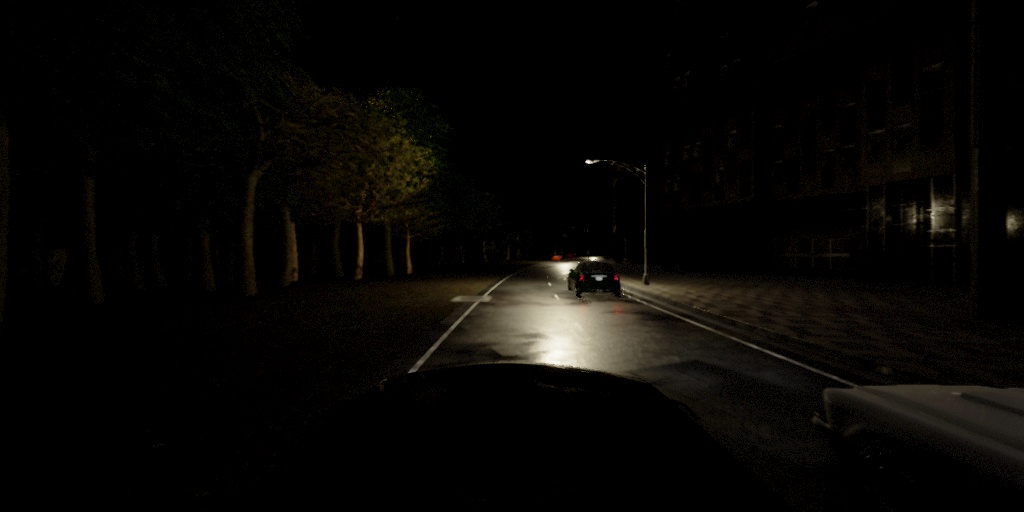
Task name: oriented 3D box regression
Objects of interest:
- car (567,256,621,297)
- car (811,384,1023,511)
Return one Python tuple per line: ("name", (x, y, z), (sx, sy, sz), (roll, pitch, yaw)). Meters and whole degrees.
("car", (4.109, 1.049, 18.556), (2.097, 1.767, 4.553), (0, 0, 3))
("car", (3.621, 1.352, 1.037), (1.895, 1.301, 4.718), (0, 0, 0))
